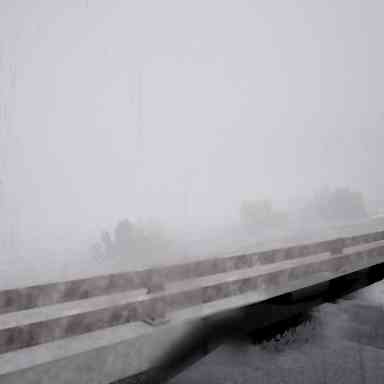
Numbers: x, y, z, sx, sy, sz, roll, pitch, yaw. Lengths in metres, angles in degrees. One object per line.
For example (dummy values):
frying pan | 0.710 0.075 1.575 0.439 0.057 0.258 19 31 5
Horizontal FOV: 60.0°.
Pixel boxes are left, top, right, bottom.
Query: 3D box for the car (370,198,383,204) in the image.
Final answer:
car | 44.036 2.211 80.023 2.128 1.511 4.902 0 0 3
